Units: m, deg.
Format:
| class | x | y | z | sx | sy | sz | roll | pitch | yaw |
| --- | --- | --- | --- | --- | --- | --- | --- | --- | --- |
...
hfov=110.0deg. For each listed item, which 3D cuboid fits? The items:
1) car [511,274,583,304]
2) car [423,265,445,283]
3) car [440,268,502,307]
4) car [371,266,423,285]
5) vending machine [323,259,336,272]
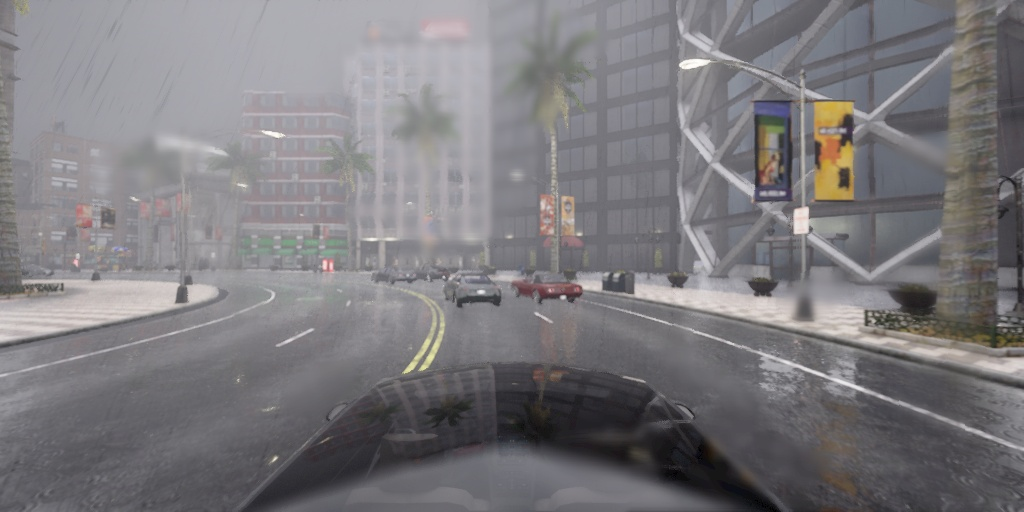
| class | x | y | z | sx | sy | sz | roll | pitch | yaw |
| --- | --- | --- | --- | --- | --- | --- | --- | --- | --- |
| car | 1.488 | 1.497 | 17.428 | 1.895 | 1.301 | 4.718 | 0 | -1 | -19 |
| car | -7.447 | 1.551 | 32.254 | 1.837 | 1.490 | 4.892 | 1 | 0 | -44 |
| car | -1.907 | 1.455 | 16.511 | 1.994 | 1.385 | 4.181 | 0 | -1 | -19 |
| car | -9.792 | 1.568 | 29.657 | 2.033 | 1.411 | 5.357 | 0 | -1 | -43 |
| vending machine | -26.798 | 1.442 | 52.266 | 0.880 | 2.100 | 1.100 | 0 | 0 | 17 |
